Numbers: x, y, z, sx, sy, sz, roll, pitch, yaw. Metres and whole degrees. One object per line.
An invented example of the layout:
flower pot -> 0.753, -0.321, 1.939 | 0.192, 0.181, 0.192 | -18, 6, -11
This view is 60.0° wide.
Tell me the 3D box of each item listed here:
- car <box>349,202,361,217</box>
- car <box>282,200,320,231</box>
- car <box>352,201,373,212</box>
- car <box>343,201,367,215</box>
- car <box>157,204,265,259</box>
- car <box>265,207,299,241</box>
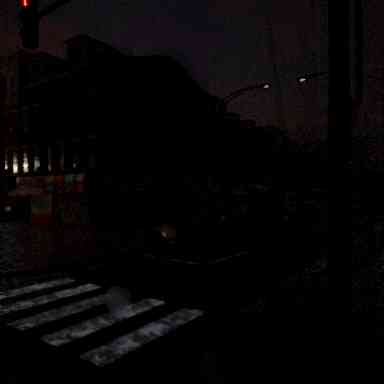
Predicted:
car -> 16.504, 1.842, 35.515 | 2.008, 1.369, 4.403 | -1, -1, 35
car -> 7.070, 1.493, 22.249 | 2.192, 1.841, 5.009 | -1, -1, 35
car -> 22.793, 1.936, 44.361 | 1.947, 1.339, 4.313 | -1, -1, 35
car -> 19.550, 1.855, 39.800 | 1.752, 1.417, 4.829 | -1, -1, 35
car -> 0.781, 1.422, 13.402 | 2.192, 1.841, 5.009 | -1, -1, 35
car -> 3.927, 1.708, 17.822 | 1.947, 1.339, 4.313 | -1, -1, 35
